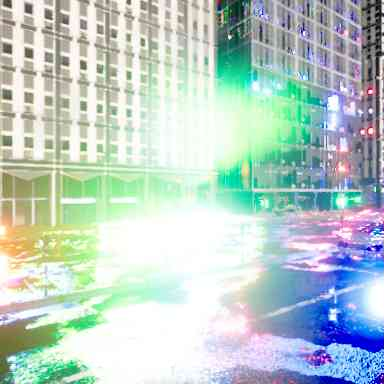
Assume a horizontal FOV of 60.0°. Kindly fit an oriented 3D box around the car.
[{"bbox_3d":[6.958,1.563,11.630,4.829,1.417,1.752,0,0,-36],"label":"car"}]
